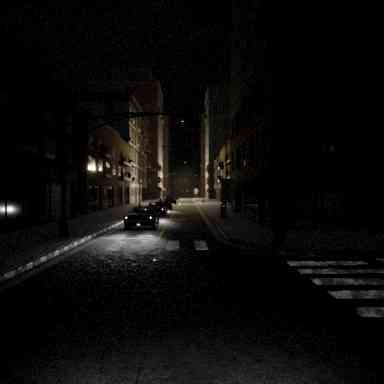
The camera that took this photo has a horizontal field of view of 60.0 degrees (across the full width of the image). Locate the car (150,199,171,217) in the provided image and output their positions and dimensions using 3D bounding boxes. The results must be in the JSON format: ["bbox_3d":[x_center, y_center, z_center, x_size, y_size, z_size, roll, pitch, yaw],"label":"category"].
[{"bbox_3d":[-3.317,1.591,30.970,1.895,1.301,4.718,0,0,-1],"label":"car"}]

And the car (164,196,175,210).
[{"bbox_3d":[-3.451,1.546,41.043,1.994,1.385,4.181,0,0,-1],"label":"car"}]

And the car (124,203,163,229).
[{"bbox_3d":[-3.180,1.596,21.741,1.895,1.301,4.718,0,0,-1],"label":"car"}]

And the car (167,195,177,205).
[{"bbox_3d":[-3.576,1.240,56.241,2.097,1.767,4.553,0,0,-1],"label":"car"}]
